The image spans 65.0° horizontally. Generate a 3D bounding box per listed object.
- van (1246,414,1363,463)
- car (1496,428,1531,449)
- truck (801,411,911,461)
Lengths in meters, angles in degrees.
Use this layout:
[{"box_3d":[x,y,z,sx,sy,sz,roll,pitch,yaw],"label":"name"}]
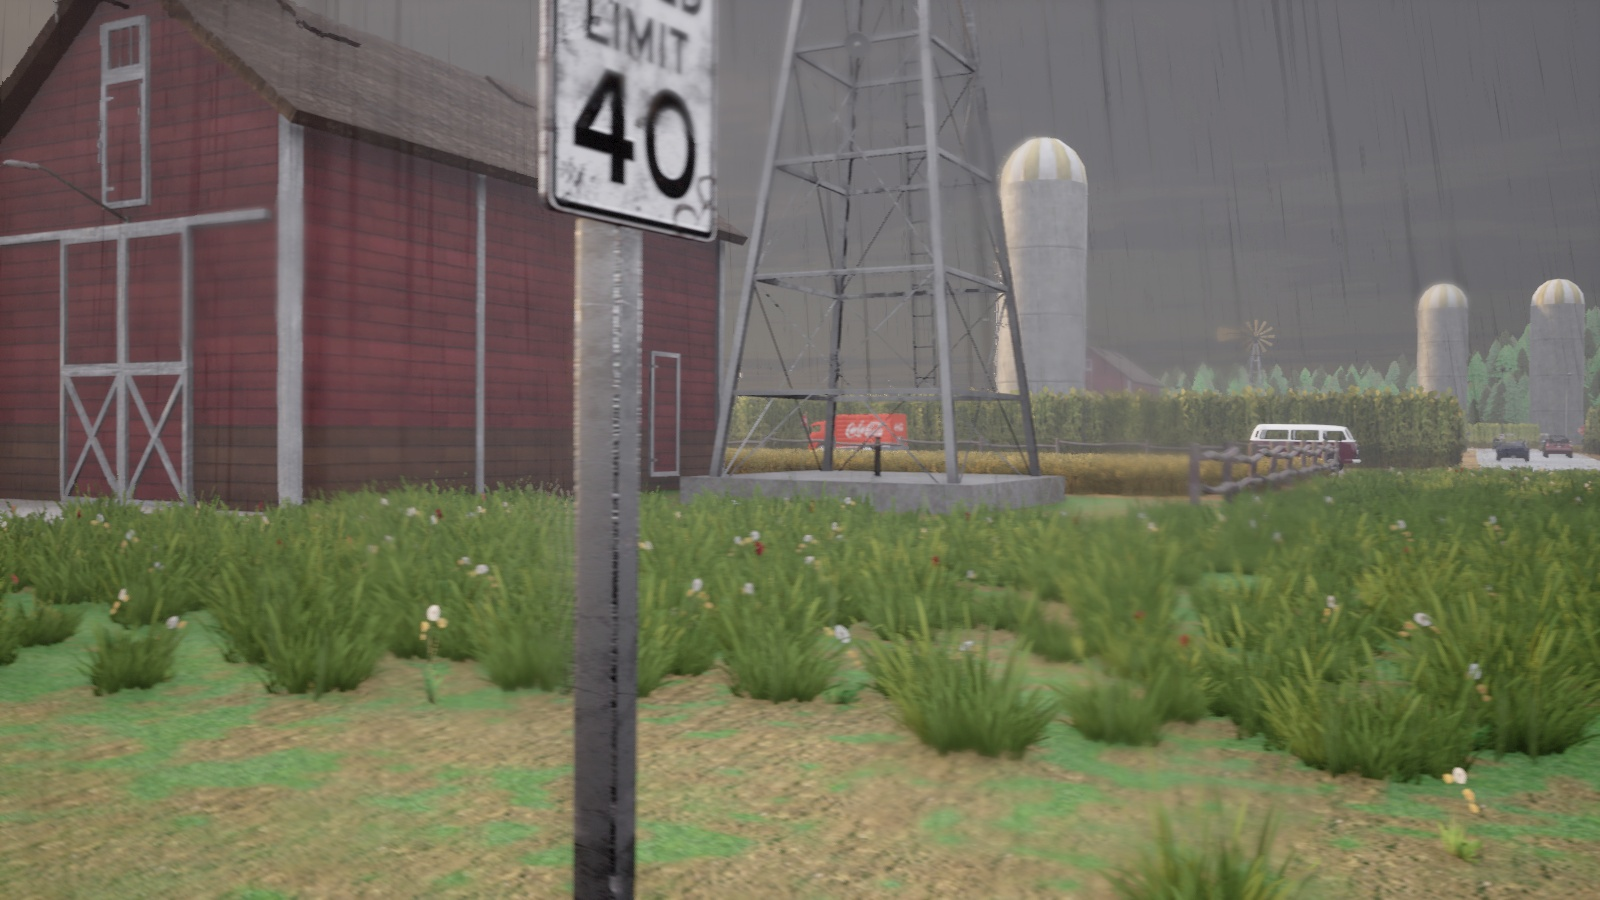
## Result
[{"box_3d":[21.707,-0.479,54.040,4.480,2.038,2.069,0,1,28],"label":"van"},{"box_3d":[47.003,-0.774,82.786,1.895,1.301,4.718,0,1,28],"label":"car"},{"box_3d":[3.025,-0.727,67.463,5.204,2.467,2.627,-2,0,28],"label":"truck"}]
